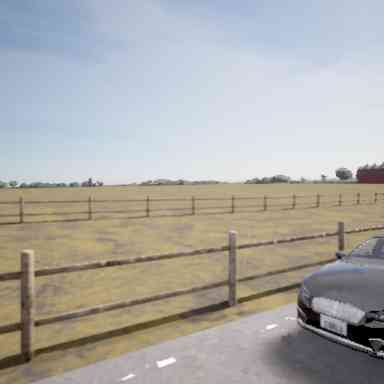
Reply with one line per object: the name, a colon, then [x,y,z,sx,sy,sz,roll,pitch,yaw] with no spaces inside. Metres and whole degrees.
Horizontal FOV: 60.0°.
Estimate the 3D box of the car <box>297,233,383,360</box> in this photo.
car: [3.861,1.486,5.778,4.902,1.511,2.128,0,0,-35]
